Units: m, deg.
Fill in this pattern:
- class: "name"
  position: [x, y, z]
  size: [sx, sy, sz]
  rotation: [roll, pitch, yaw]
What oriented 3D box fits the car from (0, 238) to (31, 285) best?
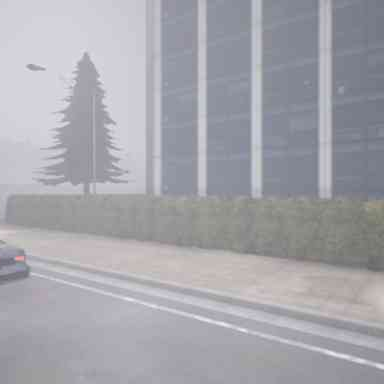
- class: "car"
  position: [-6.190, 1.544, 8.358]
  size: [5.357, 1.411, 2.033]
  rotation: [0, 0, 36]
